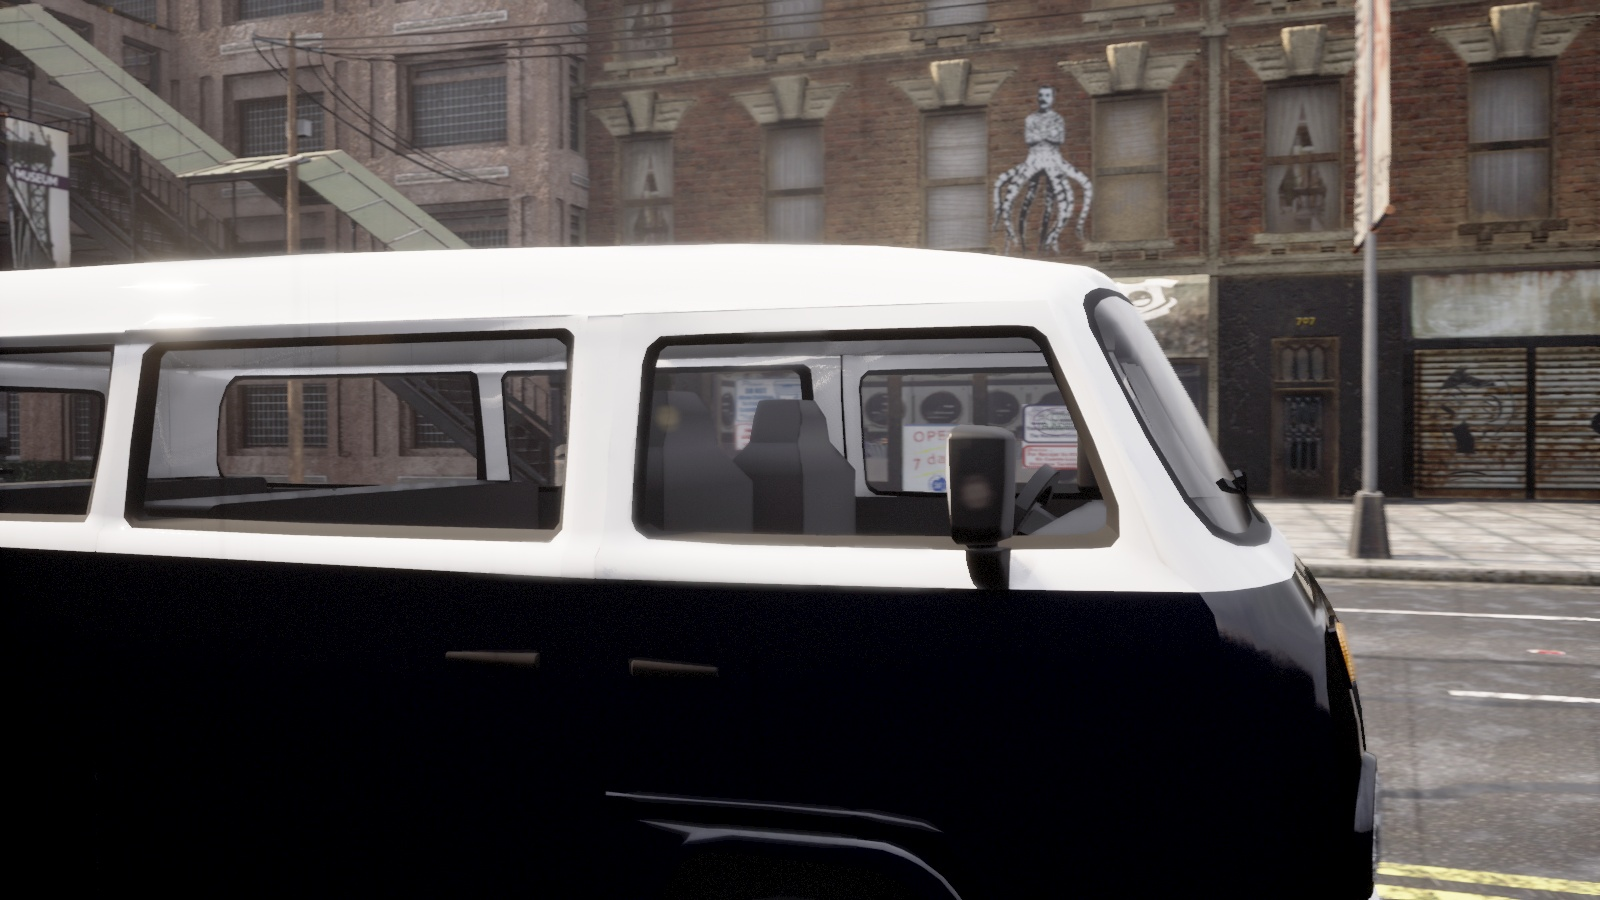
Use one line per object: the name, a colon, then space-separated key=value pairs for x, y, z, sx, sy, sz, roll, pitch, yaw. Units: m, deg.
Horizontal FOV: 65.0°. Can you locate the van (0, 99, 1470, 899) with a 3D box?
van: x=-0.854 y=0.491 z=3.477 sx=4.480 sy=2.038 sz=2.069 roll=1 pitch=1 yaw=19
